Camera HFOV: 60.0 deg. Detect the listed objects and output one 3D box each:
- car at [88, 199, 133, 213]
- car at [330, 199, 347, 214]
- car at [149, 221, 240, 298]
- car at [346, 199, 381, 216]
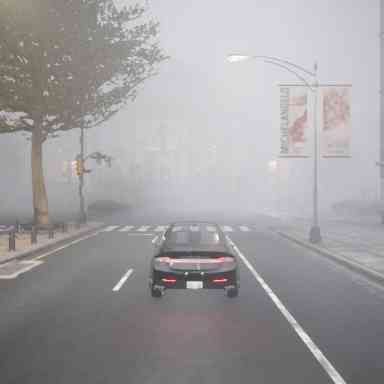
[{"bbox_3d":[-8.711,1.526,35.617,4.674,1.442,1.812,0,0,0],"label":"car"},{"bbox_3d":[17.432,1.477,35.516,5.008,1.535,1.882,0,0,0],"label":"car"},{"bbox_3d":[0.060,1.491,8.530,2.128,1.511,4.902,0,0,0],"label":"car"},{"bbox_3d":[18.261,1.547,32.014,5.357,1.411,2.033,0,0,0],"label":"car"}]
